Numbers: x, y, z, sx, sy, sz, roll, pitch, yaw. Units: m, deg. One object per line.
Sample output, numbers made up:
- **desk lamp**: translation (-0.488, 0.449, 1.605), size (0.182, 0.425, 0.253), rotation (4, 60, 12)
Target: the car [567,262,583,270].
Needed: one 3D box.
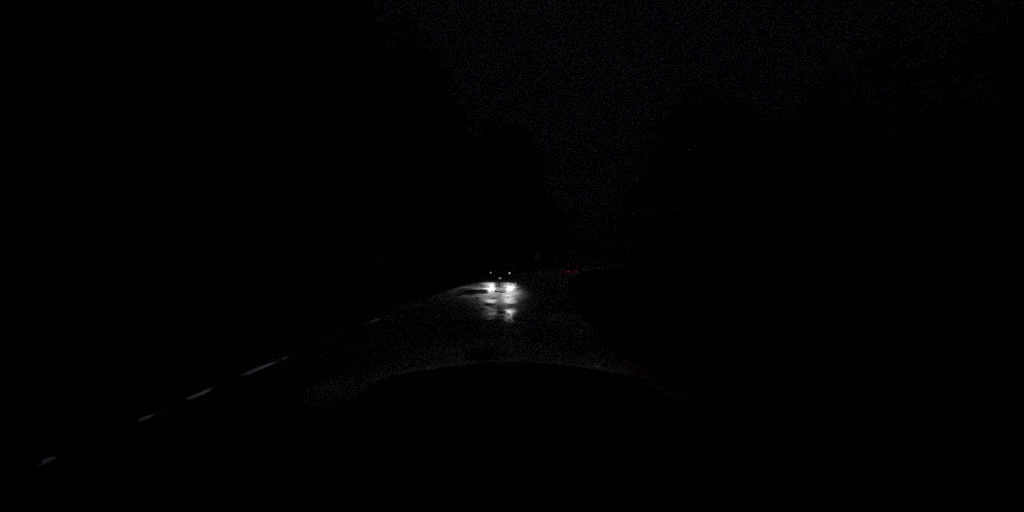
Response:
- **car**: translation (9.818, 1.555, 55.374), size (1.895, 1.301, 4.718), rotation (0, 0, 20)

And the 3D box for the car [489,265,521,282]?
- **car**: translation (-0.534, 1.384, 29.473), size (1.895, 1.301, 4.718), rotation (0, 0, 10)
